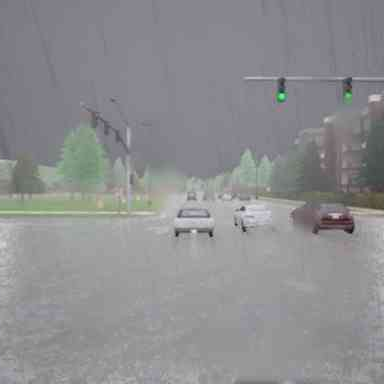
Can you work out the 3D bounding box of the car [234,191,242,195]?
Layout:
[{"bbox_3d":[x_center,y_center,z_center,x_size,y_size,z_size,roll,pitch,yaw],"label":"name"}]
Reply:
[{"bbox_3d":[10.436,0.694,76.523,2.150,2.045,5.566,0,0,0],"label":"car"}]

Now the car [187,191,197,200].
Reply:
[{"bbox_3d":[-0.064,0.694,76.514,2.150,2.045,5.566,0,0,0],"label":"car"}]

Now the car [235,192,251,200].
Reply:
[{"bbox_3d":[10.446,1.207,66.526,1.895,1.301,4.718,0,0,0],"label":"car"}]

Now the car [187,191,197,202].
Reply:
[{"bbox_3d":[-0.054,1.087,66.068,1.882,1.535,5.008,0,0,0],"label":"car"}]

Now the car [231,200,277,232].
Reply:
[{"bbox_3d":[3.576,1.412,19.204,1.812,1.442,4.674,0,0,0],"label":"car"}]

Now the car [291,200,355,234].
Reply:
[{"bbox_3d":[7.089,1.242,18.538,2.097,1.767,4.553,0,0,0],"label":"car"}]

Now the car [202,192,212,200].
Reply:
[{"bbox_3d":[3.437,0.824,76.458,2.097,1.767,4.553,0,0,0],"label":"car"}]

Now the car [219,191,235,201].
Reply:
[{"bbox_3d":[6.946,1.132,66.492,1.812,1.442,4.674,0,0,0],"label":"car"}]

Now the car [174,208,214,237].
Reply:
[{"bbox_3d":[0.091,1.497,17.449,1.895,1.301,4.718,0,0,0],"label":"car"}]

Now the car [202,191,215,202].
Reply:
[{"bbox_3d":[3.446,0.831,66.100,2.150,2.045,5.566,0,0,0],"label":"car"}]
